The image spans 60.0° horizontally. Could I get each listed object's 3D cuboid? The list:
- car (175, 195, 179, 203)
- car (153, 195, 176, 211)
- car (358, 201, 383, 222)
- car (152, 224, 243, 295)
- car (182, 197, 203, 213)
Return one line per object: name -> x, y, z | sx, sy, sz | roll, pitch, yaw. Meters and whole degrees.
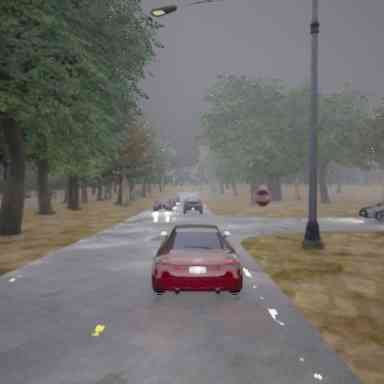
car -> -3.117, 1.218, 46.247 | 1.837, 1.490, 4.892 | 0, 0, -1
car -> -3.092, 1.344, 36.287 | 1.994, 1.385, 4.181 | 1, 0, 0
car -> 13.945, 1.256, 23.174 | 4.181, 1.385, 1.994 | -1, 1, 2
car -> 0.104, 1.523, 8.680 | 1.994, 1.385, 4.181 | 0, 0, 0
car -> 0.094, 1.315, 33.497 | 1.837, 1.490, 4.892 | 0, 0, 0
